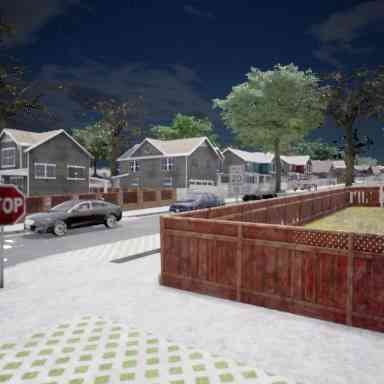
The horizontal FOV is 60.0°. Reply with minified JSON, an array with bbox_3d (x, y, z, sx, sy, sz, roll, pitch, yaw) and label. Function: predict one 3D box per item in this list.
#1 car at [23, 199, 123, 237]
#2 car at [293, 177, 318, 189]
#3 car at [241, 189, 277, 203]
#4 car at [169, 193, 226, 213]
[{"bbox_3d":[-5.604,1.143,16.209,2.128,1.511,4.902,0,2,36],"label":"car"},{"bbox_3d":[15.622,-1.069,45.573,2.150,2.045,5.566,0,3,36],"label":"car"},{"bbox_3d":[6.788,0.364,33.447,1.895,1.301,4.718,0,3,36],"label":"car"},{"bbox_3d":[0.553,0.776,24.781,2.033,1.411,5.357,0,3,36],"label":"car"}]
